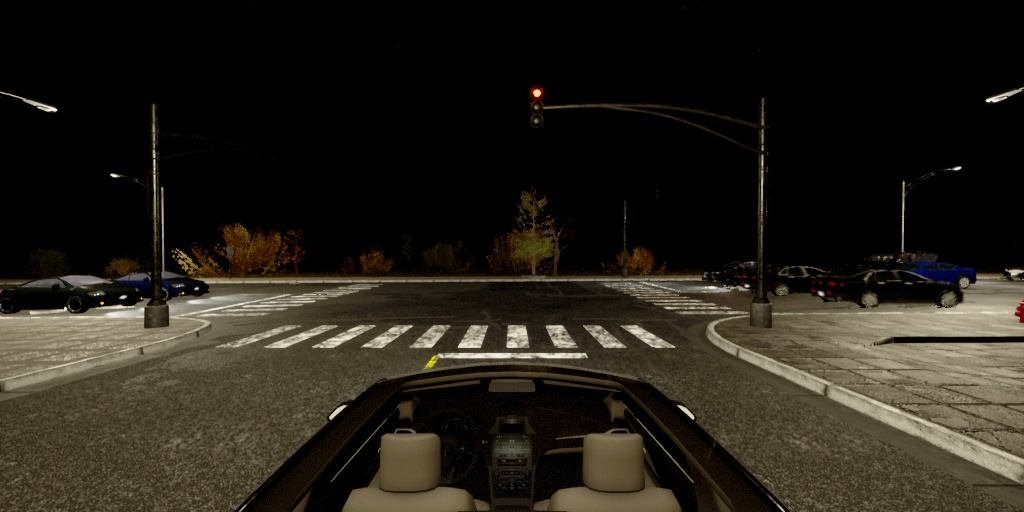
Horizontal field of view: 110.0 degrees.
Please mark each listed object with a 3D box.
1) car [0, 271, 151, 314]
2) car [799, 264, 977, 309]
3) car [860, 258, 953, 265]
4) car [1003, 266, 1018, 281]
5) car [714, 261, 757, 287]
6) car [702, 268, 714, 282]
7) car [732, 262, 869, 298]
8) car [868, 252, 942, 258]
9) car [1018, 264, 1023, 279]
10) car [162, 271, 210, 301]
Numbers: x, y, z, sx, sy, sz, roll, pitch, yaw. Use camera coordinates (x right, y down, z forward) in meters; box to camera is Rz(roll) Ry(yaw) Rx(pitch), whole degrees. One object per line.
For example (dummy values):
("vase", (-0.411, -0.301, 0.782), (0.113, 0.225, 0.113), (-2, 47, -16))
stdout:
("car", (-17.513, 1.478, 14.329), (4.181, 1.385, 1.994), (0, 1, 0))
("car", (14.557, 1.212, 14.061), (4.892, 1.490, 1.837), (0, 1, 1))
("car", (23.480, 1.046, 20.684), (5.008, 1.535, 1.882), (0, 1, 0))
("car", (35.892, 0.946, 23.819), (4.902, 1.511, 2.128), (0, 1, 1))
("car", (14.502, 1.187, 20.761), (4.181, 1.385, 1.994), (0, 1, 0))
("car", (15.385, 1.068, 24.004), (4.902, 1.511, 2.128), (0, 1, 0))
("car", (13.770, 1.176, 17.317), (4.892, 1.490, 1.837), (0, 1, 0))
("car", (25.411, 0.737, 23.916), (5.566, 2.045, 2.150), (0, 1, 1))
("car", (32.882, 1.038, 20.606), (4.674, 1.442, 1.812), (0, 1, 0))
("car", (-17.455, 1.436, 17.573), (4.181, 1.385, 1.994), (0, 1, 0))
